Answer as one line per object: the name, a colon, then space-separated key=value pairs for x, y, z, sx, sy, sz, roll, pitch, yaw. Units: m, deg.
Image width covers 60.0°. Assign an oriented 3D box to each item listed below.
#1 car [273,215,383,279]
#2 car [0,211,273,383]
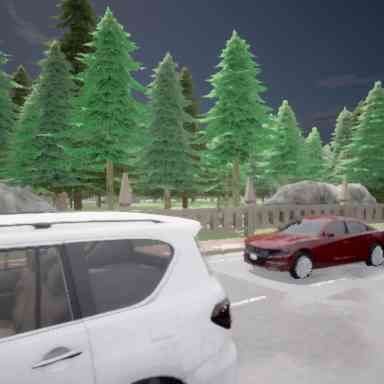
car: x=3.842 y=1.477 z=10.102 sx=5.008 sy=1.535 sz=1.882 roll=0 pitch=0 yaw=-28
car: x=-2.217 y=1.221 z=2.236 sx=5.566 sy=2.045 sz=2.150 roll=0 pitch=0 yaw=-34
